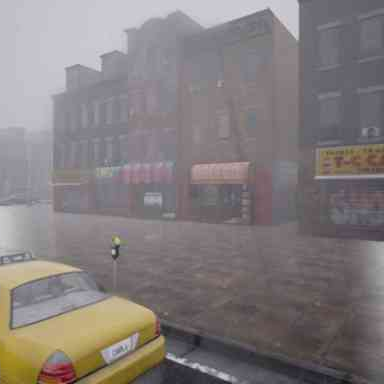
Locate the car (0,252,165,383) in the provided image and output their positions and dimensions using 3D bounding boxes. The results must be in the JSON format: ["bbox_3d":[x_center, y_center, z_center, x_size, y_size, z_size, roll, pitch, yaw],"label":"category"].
[{"bbox_3d":[-2.589,1.528,4.662,4.829,1.417,1.752,0,0,36],"label":"car"}]

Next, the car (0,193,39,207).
[{"bbox_3d":[-21.559,0.954,41.296,1.837,1.490,4.892,0,2,36],"label":"car"}]
